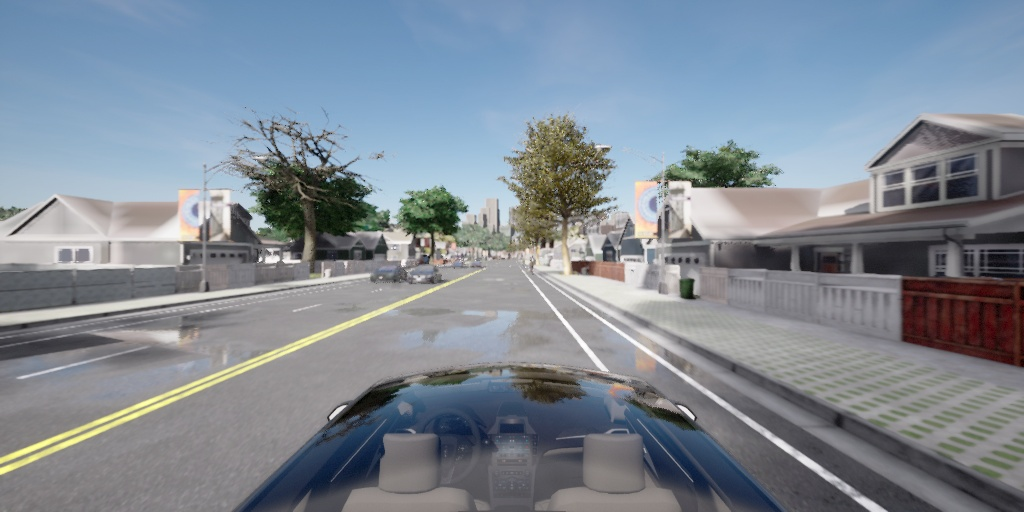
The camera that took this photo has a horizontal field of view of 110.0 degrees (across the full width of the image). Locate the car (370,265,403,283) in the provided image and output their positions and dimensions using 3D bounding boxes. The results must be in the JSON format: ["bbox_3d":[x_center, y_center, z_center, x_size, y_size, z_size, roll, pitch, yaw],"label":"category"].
[{"bbox_3d":[-9.834,1.438,28.935,1.994,1.385,4.181,0,0,0],"label":"car"}]

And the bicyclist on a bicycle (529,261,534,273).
[{"bbox_3d":[2.269,1.389,41.685,0.582,1.620,1.656,0,0,0],"label":"bicyclist on a bicycle"}]

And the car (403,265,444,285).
[{"bbox_3d":[-6.586,1.394,27.651,1.812,1.442,4.674,0,0,0],"label":"car"}]
